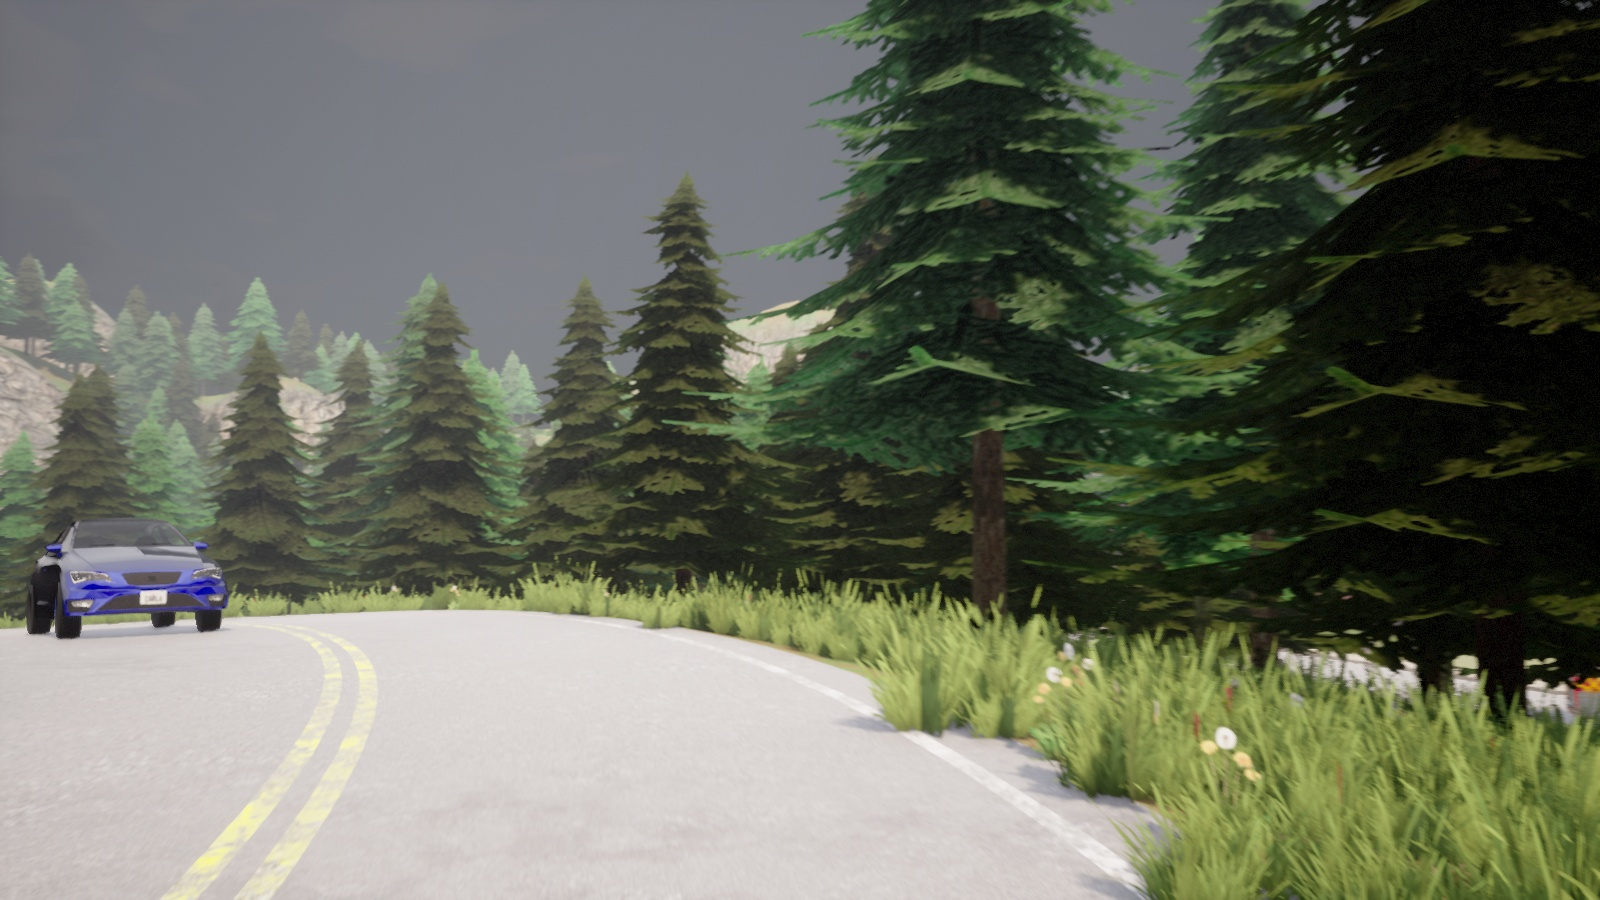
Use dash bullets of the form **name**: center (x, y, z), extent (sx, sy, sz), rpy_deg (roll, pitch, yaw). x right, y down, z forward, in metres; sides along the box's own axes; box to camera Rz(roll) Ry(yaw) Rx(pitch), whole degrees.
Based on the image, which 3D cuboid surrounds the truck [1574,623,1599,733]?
- **truck**: center (34.155, 8.653, 46.939), extent (8.468, 3.827, 2.891), rpy_deg (-1, -2, 24)

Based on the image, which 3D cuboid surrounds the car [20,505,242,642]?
- **car**: center (-8.490, 1.549, 15.757), extent (1.816, 1.474, 4.193), rpy_deg (2, -7, -37)
